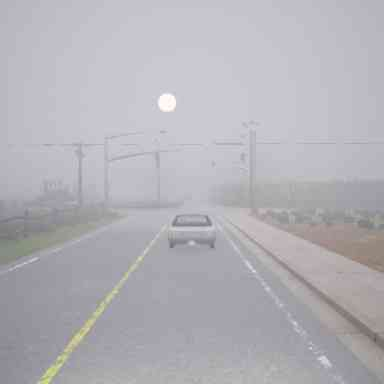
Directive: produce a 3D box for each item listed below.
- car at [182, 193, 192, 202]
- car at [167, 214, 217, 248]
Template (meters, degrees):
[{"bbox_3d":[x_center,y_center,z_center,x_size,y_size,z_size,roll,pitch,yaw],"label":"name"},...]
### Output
[{"bbox_3d":[-1.143,1.252,75.630,2.150,2.045,5.566,0,0,-3],"label":"car"},{"bbox_3d":[0.000,1.614,14.680,1.895,1.301,4.718,0,0,0],"label":"car"}]
